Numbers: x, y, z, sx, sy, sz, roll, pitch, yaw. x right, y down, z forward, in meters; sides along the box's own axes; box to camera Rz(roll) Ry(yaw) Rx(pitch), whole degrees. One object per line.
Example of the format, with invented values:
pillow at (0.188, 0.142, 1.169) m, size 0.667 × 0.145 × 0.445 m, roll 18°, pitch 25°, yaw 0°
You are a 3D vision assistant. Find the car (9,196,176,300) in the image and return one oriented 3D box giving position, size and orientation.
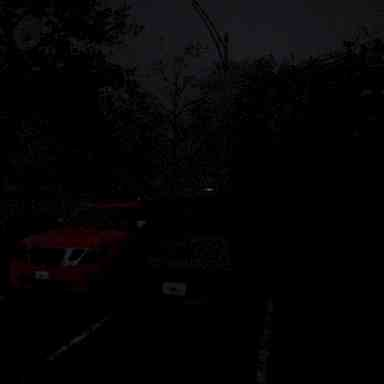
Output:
car at (-2.044, 1.236, 8.857) m, size 2.435 × 2.045 × 5.566 m, roll 1°, pitch -1°, yaw 16°

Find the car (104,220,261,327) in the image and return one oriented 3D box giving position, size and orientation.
car at (0.359, 1.516, 7.203) m, size 2.163 × 1.488 × 4.792 m, roll 0°, pitch -1°, yaw 16°

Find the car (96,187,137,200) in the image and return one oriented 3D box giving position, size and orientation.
car at (-9.091, 0.140, 40.304) m, size 1.895 × 1.301 × 4.718 m, roll 1°, pitch 4°, yaw 37°

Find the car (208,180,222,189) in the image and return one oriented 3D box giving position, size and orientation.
car at (4.493, -1.315, 58.059) m, size 1.994 × 1.385 × 4.181 m, roll 2°, pitch 5°, yaw 38°

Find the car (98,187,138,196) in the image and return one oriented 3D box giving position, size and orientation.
car at (-7.872, 0.324, 36.201) m, size 1.994 × 1.385 × 4.181 m, roll 1°, pitch 4°, yaw 37°
